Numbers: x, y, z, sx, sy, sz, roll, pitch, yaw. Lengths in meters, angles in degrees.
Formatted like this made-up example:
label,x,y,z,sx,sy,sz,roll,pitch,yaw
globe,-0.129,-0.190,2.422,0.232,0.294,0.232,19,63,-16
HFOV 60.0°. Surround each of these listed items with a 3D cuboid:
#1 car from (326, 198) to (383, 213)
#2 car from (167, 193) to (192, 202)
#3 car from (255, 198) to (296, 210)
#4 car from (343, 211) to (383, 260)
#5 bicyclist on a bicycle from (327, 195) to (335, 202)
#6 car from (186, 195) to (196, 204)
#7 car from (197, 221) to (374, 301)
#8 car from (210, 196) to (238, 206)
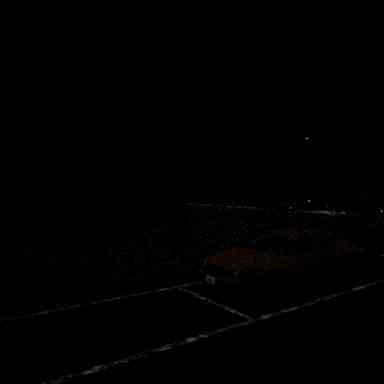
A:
label,x,y,z,sx,sy,sz,roll,pitch,yaw
car,14.700,1.342,30.230,2.128,1.511,4.902,1,0,-34
car,-2.327,1.057,60.717,2.128,1.511,4.902,1,0,-34
car,9.460,1.367,37.875,1.895,1.301,4.718,1,0,-34
car,7.132,1.547,11.662,4.507,1.381,1.887,0,1,-35
bicyclist on a bicycle,16.306,1.158,38.926,1.656,1.620,0.582,0,0,-34
car,-1.261,1.193,53.575,1.895,1.301,4.718,1,0,-34
car,2.372,1.527,8.357,4.829,1.417,1.752,0,1,-35
car,4.336,1.248,45.367,1.994,1.385,4.181,1,0,-34
